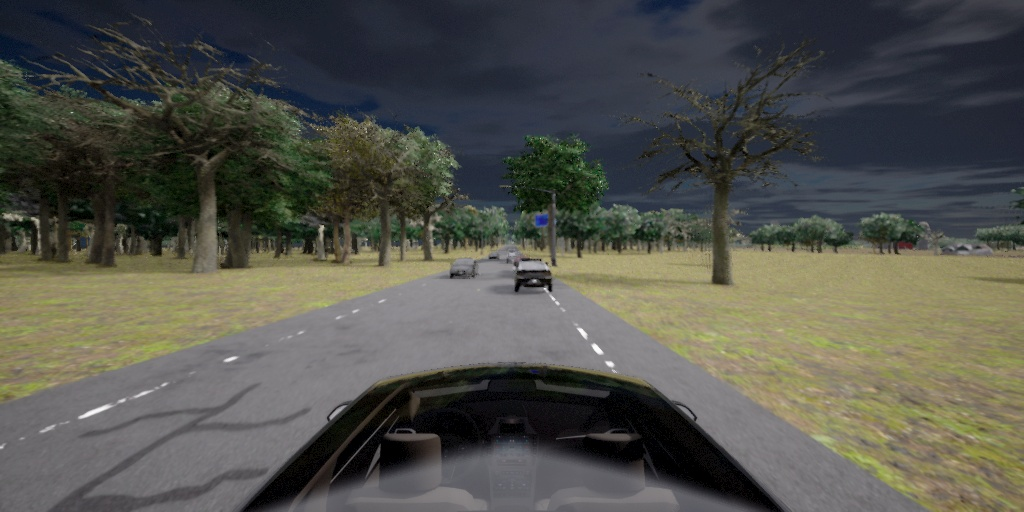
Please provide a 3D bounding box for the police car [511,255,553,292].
[{"bbox_3d":[1.056,0.925,19.375,1.930,1.638,5.238,0,1,0],"label":"police car"}]

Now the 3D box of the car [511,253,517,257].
[{"bbox_3d":[1.062,0.749,35.263,1.882,1.535,5.008,0,1,0],"label":"car"}]

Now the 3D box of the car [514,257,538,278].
[{"bbox_3d":[1.061,0.886,29.265,1.812,1.442,4.674,0,1,0],"label":"car"}]

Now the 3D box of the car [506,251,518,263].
[{"bbox_3d":[0.057,0.344,57.758,2.128,1.511,4.902,0,1,1],"label":"car"}]

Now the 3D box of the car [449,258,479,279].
[{"bbox_3d":[-3.578,0.889,27.505,1.837,1.490,4.892,0,1,0],"label":"car"}]
